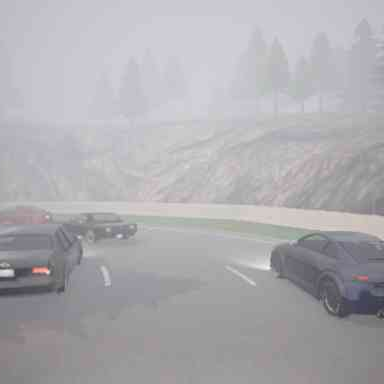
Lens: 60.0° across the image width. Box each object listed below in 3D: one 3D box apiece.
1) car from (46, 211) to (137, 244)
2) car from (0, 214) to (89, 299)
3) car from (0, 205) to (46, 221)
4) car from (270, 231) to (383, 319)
[{"bbox_3d":[-4.794,1.605,15.798,4.718,1.301,1.895,0,0,41],"label":"car"},{"bbox_3d":[-4.008,1.549,8.602,2.033,1.411,5.357,0,0,-13],"label":"car"},{"bbox_3d":[-11.280,1.568,21.679,4.181,1.385,1.994,0,0,8],"label":"car"},{"bbox_3d":[3.292,1.568,7.526,1.994,1.385,4.181,0,0,-6],"label":"car"}]
